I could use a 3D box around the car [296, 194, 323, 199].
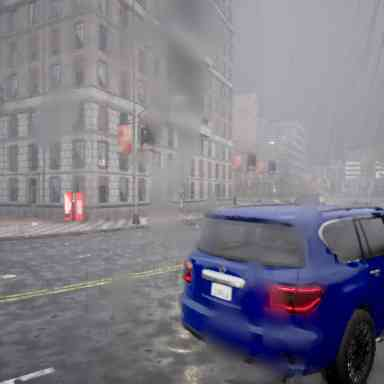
[{"bbox_3d":[9.297,1.210,26.485,2.150,2.045,5.566,0,0,28],"label":"car"}]

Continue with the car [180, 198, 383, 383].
[{"bbox_3d":[2.344,1.219,5.536,5.566,2.045,2.150,0,0,-41],"label":"car"}]

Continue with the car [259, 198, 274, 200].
[{"bbox_3d":[6.408,1.332,28.492,2.097,1.767,4.553,0,0,28],"label":"car"}]

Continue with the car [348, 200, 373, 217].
[{"bbox_3d":[16.549,1.548,32.634,1.994,1.385,4.181,0,0,27],"label":"car"}]

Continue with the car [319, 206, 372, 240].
[{"bbox_3d":[8.410,1.557,18.005,1.994,1.385,4.181,0,0,33],"label":"car"}]
